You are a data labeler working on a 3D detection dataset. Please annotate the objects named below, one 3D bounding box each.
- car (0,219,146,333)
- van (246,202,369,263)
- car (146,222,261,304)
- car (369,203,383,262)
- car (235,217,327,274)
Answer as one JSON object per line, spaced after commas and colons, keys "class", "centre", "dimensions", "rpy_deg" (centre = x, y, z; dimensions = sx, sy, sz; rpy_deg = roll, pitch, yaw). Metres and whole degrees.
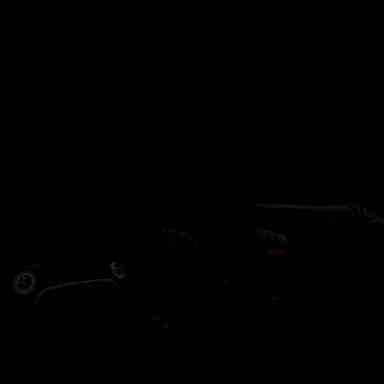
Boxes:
{"class": "car", "centre": [-3.095, 1.472, 7.281], "dimensions": [2.185, 1.767, 4.553], "rpy_deg": [1, -1, -35]}
{"class": "van", "centre": [3.653, 1.448, 12.163], "dimensions": [1.878, 1.987, 4.442], "rpy_deg": [1, -1, -35]}
{"class": "car", "centre": [-0.814, 1.622, 8.862], "dimensions": [2.097, 1.535, 5.008], "rpy_deg": [1, -1, -35]}
{"class": "car", "centre": [6.003, 1.446, 13.649], "dimensions": [2.435, 2.045, 5.566], "rpy_deg": [1, -1, -35]}
{"class": "car", "centre": [1.456, 1.687, 10.458], "dimensions": [2.002, 1.452, 4.674], "rpy_deg": [1, -1, -35]}
